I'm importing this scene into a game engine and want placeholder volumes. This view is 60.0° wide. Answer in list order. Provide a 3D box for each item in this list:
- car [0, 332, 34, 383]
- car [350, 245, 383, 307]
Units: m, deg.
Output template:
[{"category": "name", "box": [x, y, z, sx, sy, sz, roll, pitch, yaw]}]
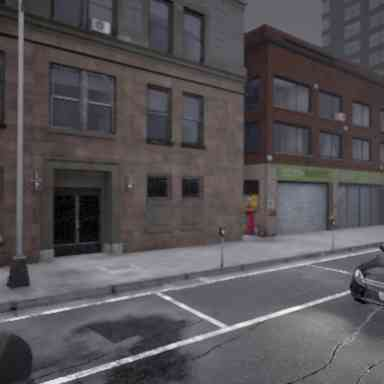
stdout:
[{"category": "car", "box": [-3.162, 1.487, 1.119, 4.892, 1.490, 1.837, 1, -1, -34]}, {"category": "car", "box": [5.316, 1.604, 7.162, 4.674, 1.442, 1.812, 1, 0, -36]}]
